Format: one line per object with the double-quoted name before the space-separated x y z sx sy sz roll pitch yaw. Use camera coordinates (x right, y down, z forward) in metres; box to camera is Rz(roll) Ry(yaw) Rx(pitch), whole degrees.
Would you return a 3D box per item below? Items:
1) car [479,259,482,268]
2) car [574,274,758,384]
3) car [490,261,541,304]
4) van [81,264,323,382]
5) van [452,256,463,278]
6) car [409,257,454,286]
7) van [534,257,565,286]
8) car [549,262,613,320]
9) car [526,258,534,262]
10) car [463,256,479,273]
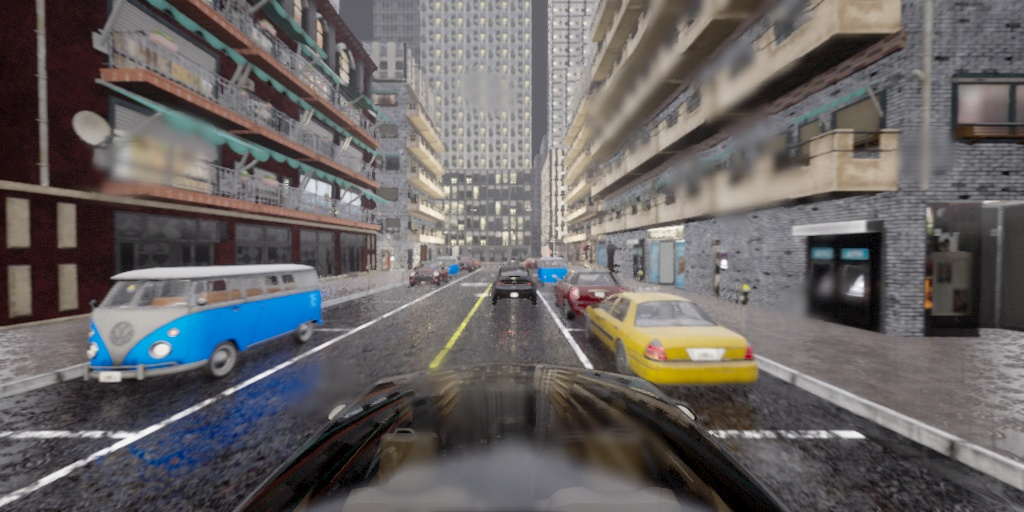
"car" -5.319 1.090 45.694 1.948 1.339 4.313 0 0 0
"car" 2.564 1.249 7.040 1.751 1.417 4.829 0 0 0
"car" 0.093 1.185 15.978 1.837 1.490 4.892 0 1 0
"van" -5.317 1.066 6.851 1.690 1.789 3.998 0 0 0
"van" -5.318 0.952 29.047 1.690 1.789 3.998 0 0 0
"car" -5.318 1.080 23.498 1.967 1.591 4.097 0 0 0
"van" 2.563 0.980 23.518 1.690 1.789 3.998 0 0 0
"car" 2.564 1.136 12.419 1.967 1.591 4.097 0 0 0
"car" 2.562 1.068 45.714 1.888 1.381 4.507 0 0 0
"car" -5.318 0.868 40.145 2.192 1.841 5.009 0 0 0
